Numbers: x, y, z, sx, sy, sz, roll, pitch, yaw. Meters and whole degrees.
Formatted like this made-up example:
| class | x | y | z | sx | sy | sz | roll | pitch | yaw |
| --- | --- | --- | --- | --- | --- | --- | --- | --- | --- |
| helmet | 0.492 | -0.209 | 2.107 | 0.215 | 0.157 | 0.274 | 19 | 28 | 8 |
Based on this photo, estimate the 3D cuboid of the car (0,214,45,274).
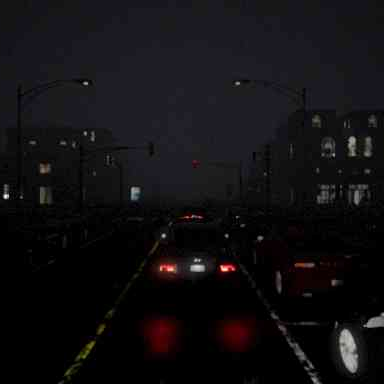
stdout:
| class | x | y | z | sx | sy | sz | roll | pitch | yaw |
| --- | --- | --- | --- | --- | --- | --- | --- | --- | --- |
| car | -5.690 | 1.435 | 8.383 | 1.967 | 1.590 | 4.097 | 0 | 0 | 0 |

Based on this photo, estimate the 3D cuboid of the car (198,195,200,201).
| class | x | y | z | sx | sy | sz | roll | pitch | yaw |
| --- | --- | --- | --- | --- | --- | --- | --- | --- | --- |
| car | 2.660 | 1.546 | 63.187 | 1.802 | 1.307 | 4.206 | 0 | 0 | 0 |

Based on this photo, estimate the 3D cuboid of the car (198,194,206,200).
| class | x | y | z | sx | sy | sz | roll | pitch | yaw |
| --- | --- | --- | --- | --- | --- | --- | --- | --- | --- |
| car | 2.646 | 1.395 | 90.798 | 1.967 | 1.590 | 4.097 | 0 | 0 | 0 |

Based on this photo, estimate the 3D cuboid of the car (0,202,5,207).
| class | x | y | z | sx | sy | sz | roll | pitch | yaw |
| --- | --- | --- | --- | --- | --- | --- | --- | --- | --- |
| car | -25.472 | 1.419 | 40.531 | 4.829 | 1.417 | 1.752 | 0 | -1 | 1 |

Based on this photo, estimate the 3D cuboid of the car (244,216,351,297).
| class | x | y | z | sx | sy | sz | roll | pitch | yaw |
| --- | --- | --- | --- | --- | --- | --- | --- | --- | --- |
| car | 2.690 | 1.540 | 8.371 | 1.887 | 1.381 | 4.507 | 0 | 0 | 0 |

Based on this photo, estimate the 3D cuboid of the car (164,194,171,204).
| class | x | y | z | sx | sy | sz | roll | pitch | yaw |
| --- | --- | --- | --- | --- | --- | --- | --- | --- | --- |
| car | -5.720 | 1.515 | 63.197 | 2.008 | 1.369 | 4.403 | 0 | 0 | 0 |

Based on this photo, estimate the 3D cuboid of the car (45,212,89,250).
| class | x | y | z | sx | sy | sz | roll | pitch | yaw |
| --- | --- | --- | --- | --- | --- | --- | --- | --- | --- |
| car | -5.694 | 1.542 | 14.075 | 2.008 | 1.369 | 4.403 | 0 | 0 | 0 |

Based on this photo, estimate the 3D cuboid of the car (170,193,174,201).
| class | x | y | z | sx | sy | sz | roll | pitch | yaw |
| --- | --- | --- | --- | --- | --- | --- | --- | --- | --- |
| car | -5.726 | 1.400 | 74.241 | 1.967 | 1.590 | 4.097 | 0 | 0 | 0 |

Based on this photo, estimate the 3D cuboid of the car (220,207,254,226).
| class | x | y | z | sx | sy | sz | roll | pitch | yaw |
| --- | --- | --- | --- | --- | --- | --- | --- | --- | --- |
| car | 2.684 | 1.539 | 19.755 | 2.008 | 1.369 | 4.403 | 0 | 0 | 0 |

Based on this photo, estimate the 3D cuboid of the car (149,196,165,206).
| class | x | y | z | sx | sy | sz | roll | pitch | yaw |
| --- | --- | --- | --- | --- | --- | --- | --- | --- | --- |
| car | -5.714 | 1.552 | 52.154 | 1.802 | 1.307 | 4.206 | 0 | 0 | 0 |

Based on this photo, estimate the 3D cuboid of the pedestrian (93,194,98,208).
| class | x | y | z | sx | sy | sz | roll | pitch | yaw |
| --- | --- | --- | --- | --- | --- | --- | --- | --- | --- |
| pedestrian | -12.575 | 1.104 | 43.283 | 0.375 | 1.860 | 0.375 | 0 | -1 | 1 |

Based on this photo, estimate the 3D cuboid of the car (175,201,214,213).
| class | x | y | z | sx | sy | sz | roll | pitch | yaw |
| --- | --- | --- | --- | --- | --- | --- | --- | --- | --- |
| car | 0.090 | 1.493 | 19.550 | 1.837 | 1.490 | 4.892 | 0 | 0 | 0 |

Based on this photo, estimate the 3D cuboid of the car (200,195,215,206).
| class | x | y | z | sx | sy | sz | roll | pitch | yaw |
| --- | --- | --- | --- | --- | --- | --- | --- | --- | --- |
| car | 2.666 | 1.536 | 52.145 | 1.947 | 1.339 | 4.313 | 0 | 0 | 0 |

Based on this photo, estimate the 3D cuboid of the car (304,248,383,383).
| class | x | y | z | sx | sy | sz | roll | pitch | yaw |
| --- | --- | --- | --- | --- | --- | --- | --- | --- | --- |
| car | 2.693 | 1.549 | 2.679 | 2.008 | 1.369 | 4.403 | 0 | 0 | 0 |

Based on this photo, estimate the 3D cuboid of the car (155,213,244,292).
| class | x | y | z | sx | sy | sz | roll | pitch | yaw |
| --- | --- | --- | --- | --- | --- | --- | --- | --- | --- |
| car | 0.095 | 1.542 | 9.029 | 2.033 | 1.411 | 5.357 | 0 | 0 | 0 |
